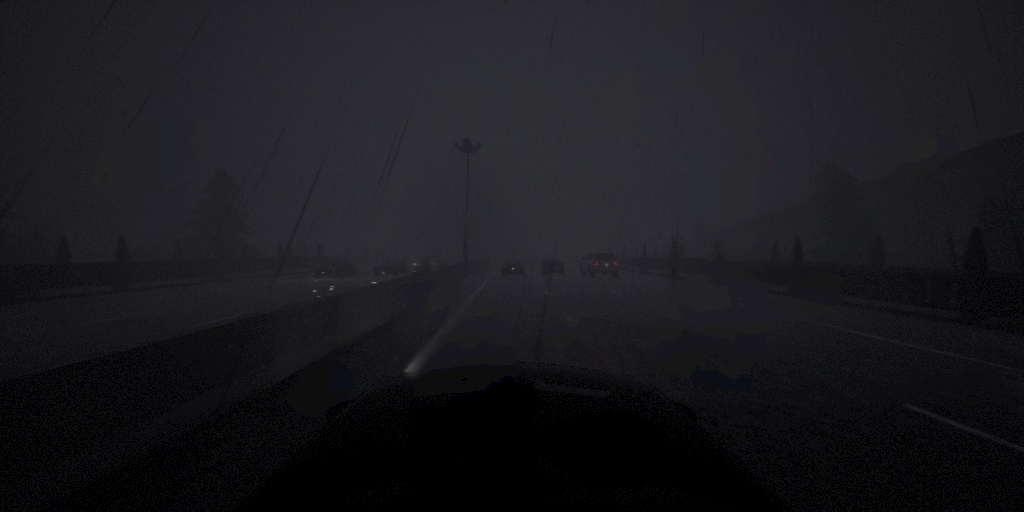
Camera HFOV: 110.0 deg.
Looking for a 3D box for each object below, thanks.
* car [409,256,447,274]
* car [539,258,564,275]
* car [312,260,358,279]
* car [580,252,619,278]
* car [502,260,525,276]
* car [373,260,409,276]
[{"bbox_3d":[-7.096,0.791,31.439,2.097,1.767,4.553,0,1,0],"label":"car"},{"bbox_3d":[3.591,0.903,32.920,1.882,1.535,5.008,0,1,0],"label":"car"},{"bbox_3d":[-14.097,1.033,28.749,1.994,1.385,4.181,0,1,0],"label":"car"},{"bbox_3d":[7.091,0.686,29.518,2.150,2.045,5.566,0,1,0],"label":"car"},{"bbox_3d":[0.091,1.001,31.822,1.994,1.385,4.181,0,1,0],"label":"car"},{"bbox_3d":[-10.599,1.036,31.765,1.895,1.301,4.718,0,1,0],"label":"car"}]
